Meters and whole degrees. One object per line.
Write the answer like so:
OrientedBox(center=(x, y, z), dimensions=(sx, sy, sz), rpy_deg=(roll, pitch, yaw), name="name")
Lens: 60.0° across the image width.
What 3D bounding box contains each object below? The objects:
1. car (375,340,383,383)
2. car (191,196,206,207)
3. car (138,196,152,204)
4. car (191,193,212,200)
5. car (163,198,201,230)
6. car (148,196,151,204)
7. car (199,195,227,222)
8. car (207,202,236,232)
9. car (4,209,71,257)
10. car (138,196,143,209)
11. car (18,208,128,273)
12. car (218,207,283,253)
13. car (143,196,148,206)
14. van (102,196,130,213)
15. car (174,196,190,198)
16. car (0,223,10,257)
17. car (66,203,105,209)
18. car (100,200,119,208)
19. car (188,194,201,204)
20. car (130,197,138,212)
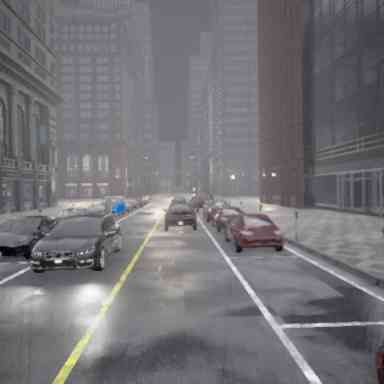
OrientedBox(center=(2.772, 1.530, 1.704), dimensions=(1.802, 1.307, 4.206), rpy_deg=(-1, 0, -2), name="car")
OrientedBox(center=(0.869, 1.289, 46.753), dimensions=(1.947, 1.339, 4.313), rpy_deg=(-1, 0, -2), name="car")
OrientedBox(center=(-8.123, 1.352, 57.654), dimensions=(2.008, 1.369, 4.403), rpy_deg=(-1, 0, -2), name="car")
OrientedBox(center=(1.340, 1.090, 35.489), dimensions=(2.192, 1.841, 5.009), rpy_deg=(-1, 0, -2), name="car")
OrientedBox(center=(-0.690, 1.396, 20.141), dimensions=(1.837, 1.490, 4.892), rpy_deg=(-1, 1, -2), name="car")
OrientedBox(center=(-7.885, 1.391, 52.023), dimensions=(1.947, 1.339, 4.313), rpy_deg=(-1, 0, -2), name="car")
OrientedBox(center=(1.818, 1.270, 24.228), dimensions=(1.967, 1.590, 4.097), rpy_deg=(-1, 0, -2), name="car")
OrientedBox(center=(2.059, 1.440, 18.598), dimensions=(1.802, 1.307, 4.206), rpy_deg=(-1, 0, -2), name="car")
OrientedBox(center=(-6.220, 1.581, 12.602), dimensions=(1.947, 1.339, 4.313), rpy_deg=(-1, 0, -2), name="car")
OrientedBox(center=(-7.409, 1.458, 40.760), dimensions=(1.802, 1.307, 4.206), rpy_deg=(-1, 0, -2), name="car")
OrientedBox(center=(-3.474, 1.490, 10.816), dimensions=(1.837, 1.490, 4.892), rpy_deg=(-1, 0, -2), name="car")
OrientedBox(center=(2.297, 1.469, 12.967), dimensions=(1.802, 1.307, 4.206), rpy_deg=(-1, 0, -2), name="car")
OrientedBox(center=(-7.647, 1.416, 46.391), dimensions=(1.947, 1.339, 4.313), rpy_deg=(-1, 0, -2), name="car")
OrientedBox(center=(-6.938, 1.270, 29.495), dimensions=(1.690, 1.788, 3.998), rpy_deg=(-1, 0, -2), name="van")
OrientedBox(center=(-1.489, 1.301, 39.267), dimensions=(1.837, 1.490, 4.892), rpy_deg=(-1, 0, -2), name="car")
OrientedBox(center=(-5.982, 1.611, 6.971), dimensions=(1.947, 1.339, 4.313), rpy_deg=(-1, 0, -2), name="car")
OrientedBox(center=(-6.458, 1.536, 18.233), dimensions=(2.008, 1.369, 4.403), rpy_deg=(-1, 0, -2), name="car")
OrientedBox(center=(-6.696, 1.539, 23.866), dimensions=(1.802, 1.307, 4.206), rpy_deg=(-1, 0, -2), name="car")
OrientedBox(center=(0.391, 1.114, 58.014), dimensions=(1.967, 1.590, 4.097), rpy_deg=(-1, 0, -2), name="car")
OrientedBox(center=(-7.165, 1.428, 34.958), dimensions=(1.752, 1.417, 4.829), rpy_deg=(-1, 0, -2), name="car")
